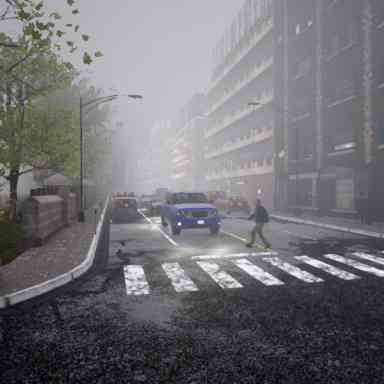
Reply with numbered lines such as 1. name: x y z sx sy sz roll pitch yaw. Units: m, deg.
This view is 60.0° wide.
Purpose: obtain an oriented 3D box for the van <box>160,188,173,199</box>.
1. van: -4.527 0.269 59.665 1.690 1.788 3.998 1 1 -14

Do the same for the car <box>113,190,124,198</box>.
1. car: -13.973 0.430 63.070 2.008 1.369 4.403 1 1 -14

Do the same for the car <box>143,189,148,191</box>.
1. car: -7.165 0.461 59.470 1.812 1.442 4.674 0 1 -14

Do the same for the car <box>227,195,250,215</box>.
1. car: 3.252 0.953 27.457 1.967 1.590 4.097 1 1 -14

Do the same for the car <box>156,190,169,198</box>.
1. car: -5.866 0.353 65.201 1.752 1.417 4.829 1 1 -14

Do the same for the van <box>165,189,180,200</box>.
1. van: -3.230 0.366 54.298 1.690 1.788 3.998 1 1 -14

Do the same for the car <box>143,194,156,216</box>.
1. car: -2.508 1.101 26.590 1.994 1.385 4.181 0 1 -14

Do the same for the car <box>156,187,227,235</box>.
1. car: -0.261 0.928 17.278 2.150 2.045 5.566 0 1 -14

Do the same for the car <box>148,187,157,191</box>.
1. car: -4.733 0.339 49.417 2.150 2.045 5.566 0 1 -13

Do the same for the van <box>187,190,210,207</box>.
1. van: 0.660 0.659 38.192 1.690 1.788 3.998 1 1 -14

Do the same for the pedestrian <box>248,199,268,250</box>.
1. pedestrian: 2.318 1.099 11.718 0.375 1.860 0.375 1 0 -14

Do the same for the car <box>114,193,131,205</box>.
1. car: -8.786 0.835 41.598 1.947 1.339 4.313 1 1 -14

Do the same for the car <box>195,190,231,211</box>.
1. car: 1.957 0.730 32.823 2.192 1.841 5.009 1 1 -14

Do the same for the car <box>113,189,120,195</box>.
1. car: -20.457 -0.043 89.911 1.947 1.339 4.313 1 1 -14

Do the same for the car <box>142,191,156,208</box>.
1. car: -4.851 0.908 36.308 2.033 1.411 5.357 0 1 -14

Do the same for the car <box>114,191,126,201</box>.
1. car: -11.339 0.602 52.168 1.752 1.417 4.829 1 1 -14

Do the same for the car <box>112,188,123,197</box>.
1. car: -16.562 -0.001 73.803 2.192 1.841 5.009 1 1 -14

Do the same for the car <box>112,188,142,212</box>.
1. car: -6.188 0.779 30.857 2.192 1.841 5.009 1 1 -14
